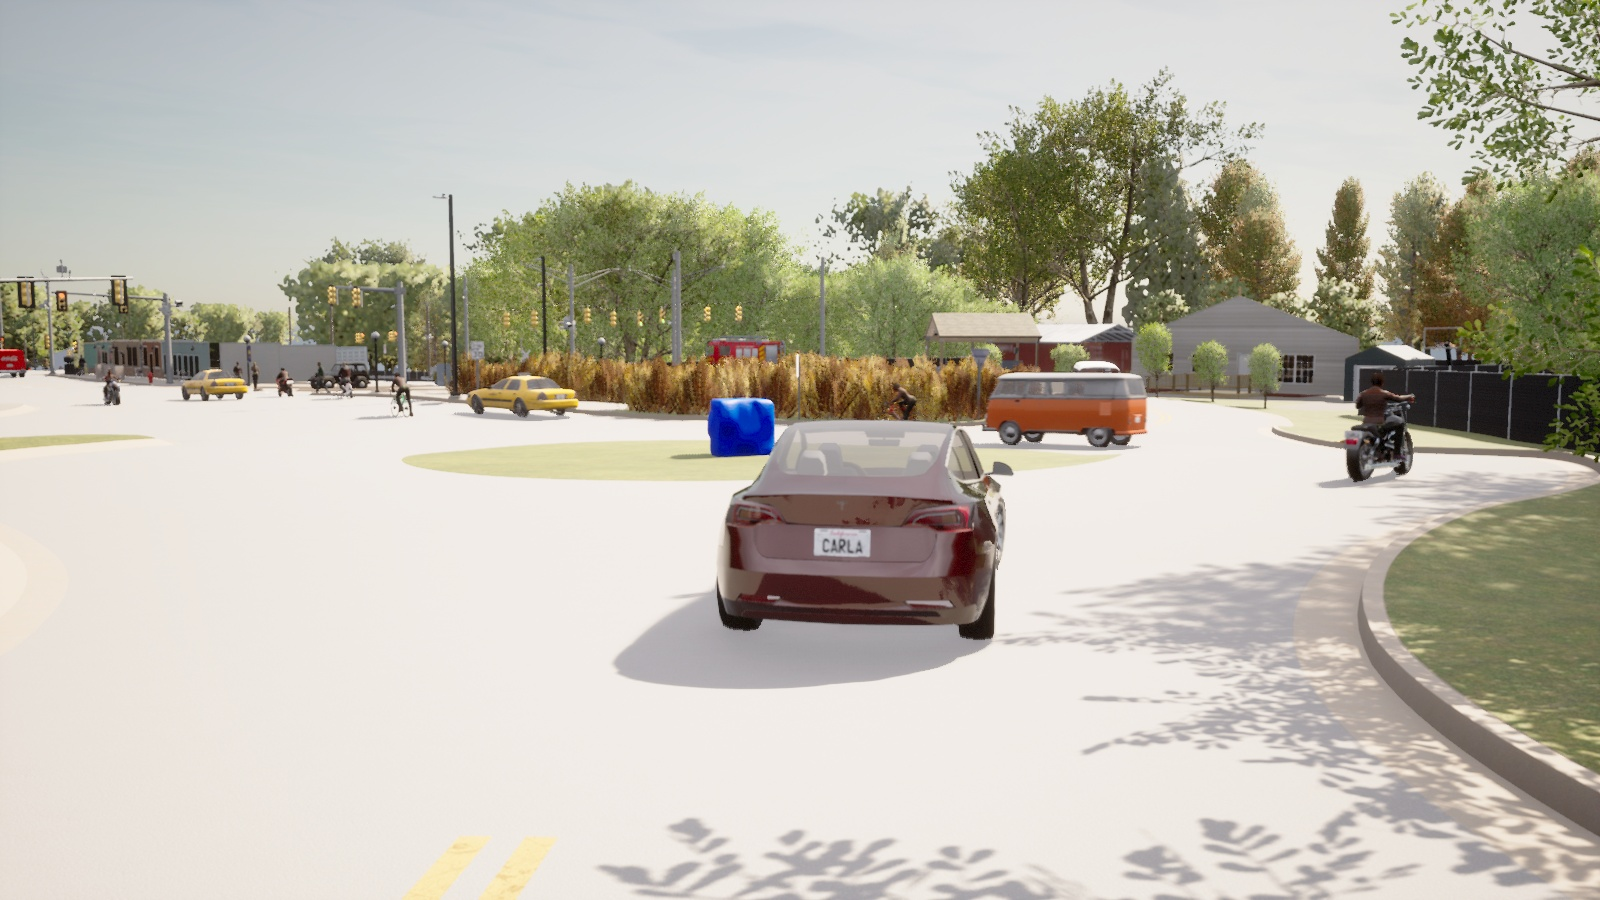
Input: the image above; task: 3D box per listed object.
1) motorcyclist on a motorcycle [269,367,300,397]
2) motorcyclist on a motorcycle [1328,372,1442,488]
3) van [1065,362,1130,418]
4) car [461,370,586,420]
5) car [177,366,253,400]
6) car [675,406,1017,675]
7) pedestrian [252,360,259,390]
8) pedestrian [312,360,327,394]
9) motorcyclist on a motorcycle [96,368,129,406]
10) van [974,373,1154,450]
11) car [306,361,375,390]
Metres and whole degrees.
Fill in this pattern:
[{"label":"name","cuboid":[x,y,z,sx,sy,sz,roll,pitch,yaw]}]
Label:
[{"label":"motorcyclist on a motorcycle","cuboid":[-26.291,-3.476,64.045,0.797,1.523,2.044,-4,5,-40]},{"label":"motorcyclist on a motorcycle","cuboid":[8.952,-0.348,19.163,2.350,1.649,0.766,-4,5,-44]},{"label":"van","cuboid":[11.701,-2.427,49.647,2.069,2.038,4.480,1,5,9]},{"label":"car","cuboid":[-10.188,-2.071,46.010,5.366,1.575,1.801,5,7,44]},{"label":"car","cuboid":[-28.391,-3.253,60.877,1.801,1.575,5.366,-5,6,-42]},{"label":"car","cuboid":[0.662,0.473,10.276,2.163,1.488,4.792,1,4,10]},{"label":"pedestrian","cuboid":[-35.126,-4.840,80.981,0.331,1.846,0.634,-2,6,-23]},{"label":"pedestrian","cuboid":[-26.234,-3.983,68.585,0.614,1.847,0.353,-3,7,-33]},{"label":"motorcyclist on a motorcycle","cuboid":[-30.387,-2.803,55.484,0.766,1.649,2.350,-5,6,-40]},{"label":"van","cuboid":[7.168,-1.094,34.272,4.442,1.987,1.775,2,4,35]},{"label":"car","cuboid":[-30.691,-4.964,83.974,1.905,1.878,3.866,5,5,44]}]
